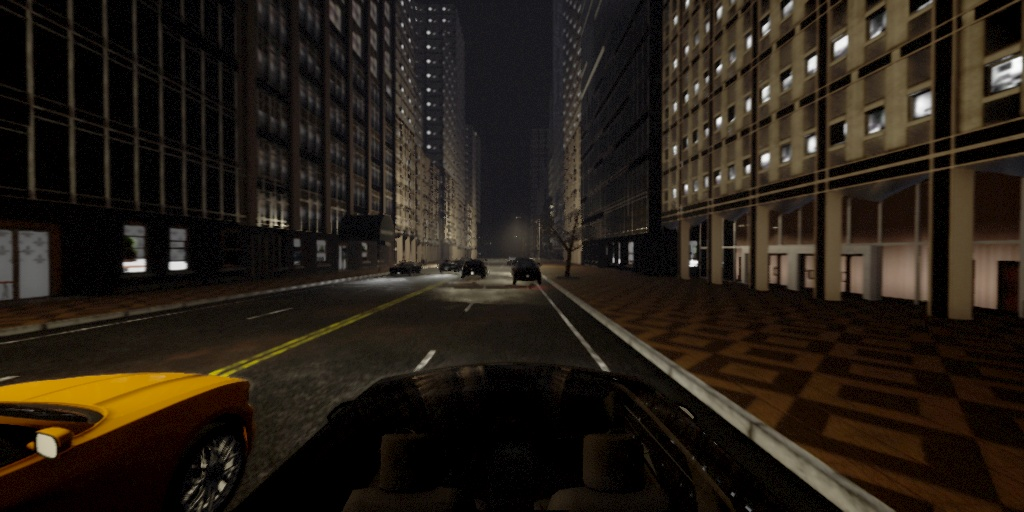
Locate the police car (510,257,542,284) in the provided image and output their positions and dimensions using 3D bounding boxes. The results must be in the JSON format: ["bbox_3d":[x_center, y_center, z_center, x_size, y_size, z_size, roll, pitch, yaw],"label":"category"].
[{"bbox_3d":[0.985,1.035,25.053,1.930,1.638,5.238,0,0,0],"label":"police car"}]

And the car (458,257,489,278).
[{"bbox_3d":[-3.138,1.086,30.728,1.837,1.490,4.892,0,0,0],"label":"car"}]

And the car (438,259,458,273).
[{"bbox_3d":[-6.554,1.038,38.286,2.128,1.511,4.902,0,0,0],"label":"car"}]

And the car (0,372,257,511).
[{"bbox_3d":[-3.150,1.232,1.068,1.882,1.535,5.008,0,1,0],"label":"car"}]

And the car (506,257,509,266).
[{"bbox_3d":[0.024,0.938,60.428,2.128,1.511,4.902,0,0,0],"label":"car"}]

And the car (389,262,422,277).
[{"bbox_3d":[-9.822,1.170,33.313,1.895,1.301,4.718,0,0,0],"label":"car"}]
